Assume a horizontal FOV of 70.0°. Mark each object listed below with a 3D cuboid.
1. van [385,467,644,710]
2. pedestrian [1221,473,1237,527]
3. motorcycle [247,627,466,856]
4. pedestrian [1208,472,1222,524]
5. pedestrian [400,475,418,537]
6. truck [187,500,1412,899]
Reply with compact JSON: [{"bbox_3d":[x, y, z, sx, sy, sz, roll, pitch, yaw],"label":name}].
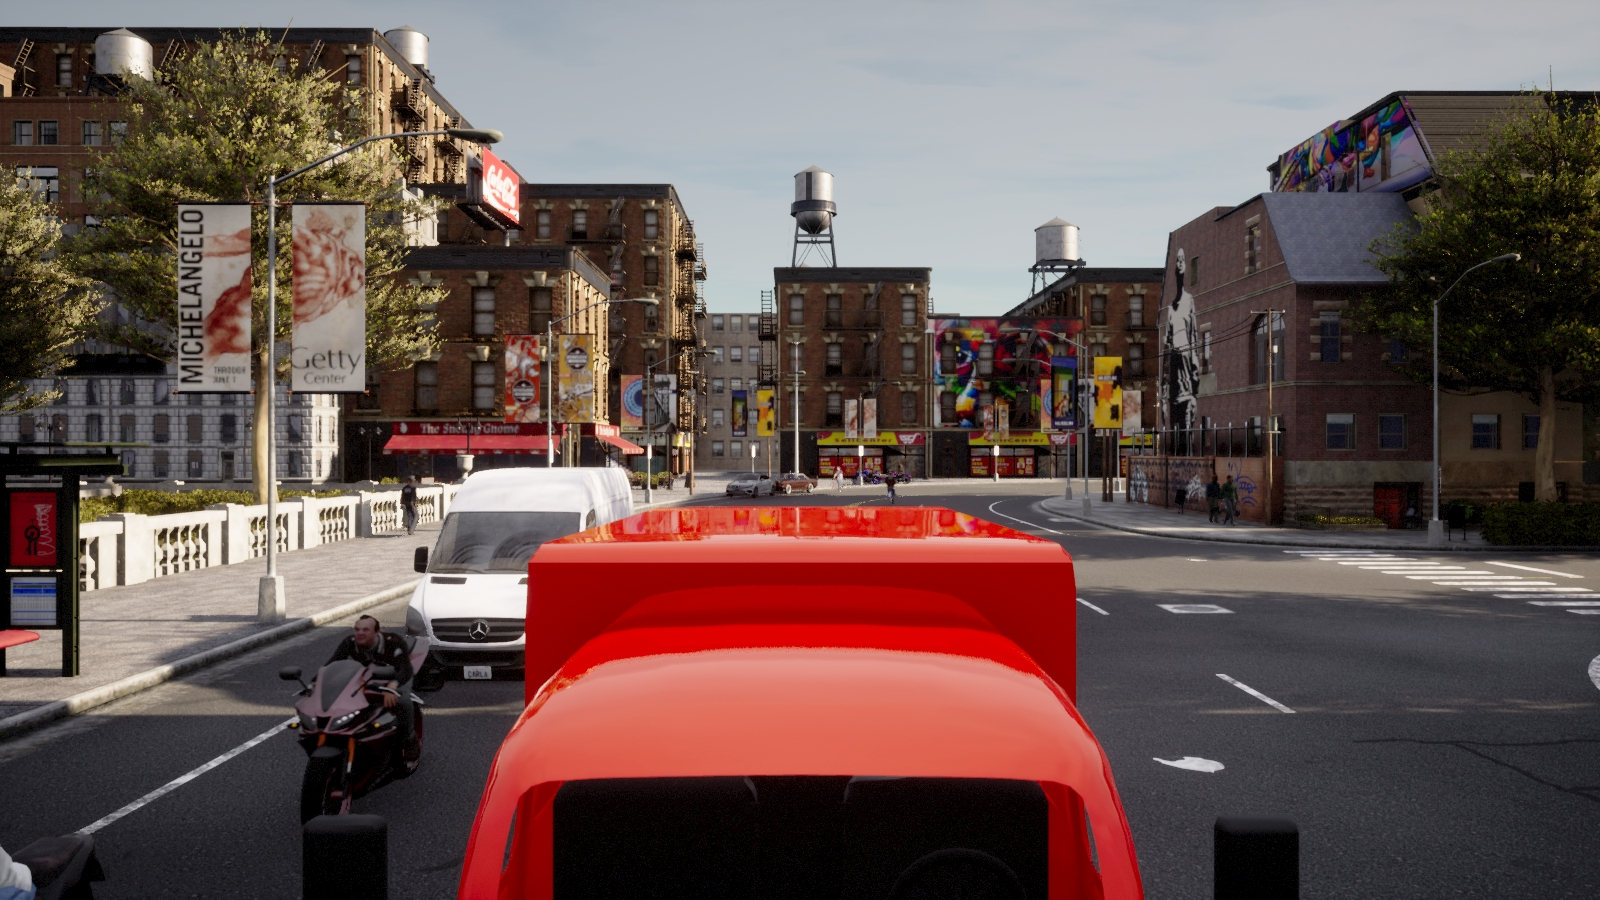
[{"bbox_3d":[-3.490,1.541,15.316,1.988,2.561,5.915,0,0,0],"label":"van"},{"bbox_3d":[14.750,1.710,39.297,0.375,1.860,0.375,0,0,-4],"label":"pedestrian"},{"bbox_3d":[-3.426,2.209,9.098,0.867,1.251,2.209,0,0,1],"label":"motorcycle"},{"bbox_3d":[14.940,1.711,41.155,0.375,1.860,0.375,0,0,5],"label":"pedestrian"},{"bbox_3d":[-11.940,1.709,34.929,0.375,1.860,0.375,0,0,14],"label":"pedestrian"},{"bbox_3d":[-0.001,1.570,5.051,2.627,2.467,5.204,0,0,0],"label":"truck"}]
